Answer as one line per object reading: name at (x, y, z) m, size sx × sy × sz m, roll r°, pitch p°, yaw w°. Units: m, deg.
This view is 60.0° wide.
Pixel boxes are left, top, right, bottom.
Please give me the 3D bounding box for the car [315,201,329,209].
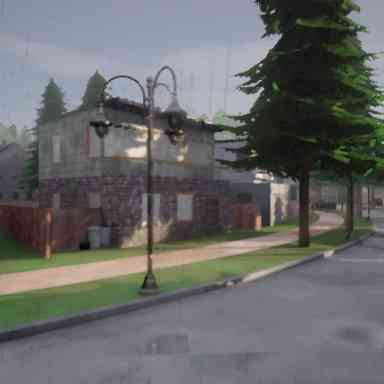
car at (22.315, 2.130, 56.061) m, size 1.994 × 1.385 × 4.181 m, roll 0°, pitch -1°, yaw -1°
